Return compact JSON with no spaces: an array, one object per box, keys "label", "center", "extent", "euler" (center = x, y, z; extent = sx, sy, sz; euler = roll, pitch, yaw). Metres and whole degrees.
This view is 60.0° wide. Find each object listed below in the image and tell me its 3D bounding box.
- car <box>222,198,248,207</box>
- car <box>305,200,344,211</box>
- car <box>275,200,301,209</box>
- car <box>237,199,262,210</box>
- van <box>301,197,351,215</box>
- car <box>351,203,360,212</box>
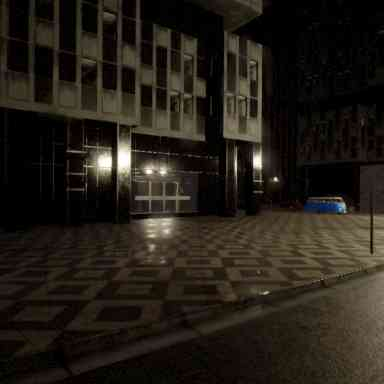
[{"label":"car","center":[7.391,1.839,57.594],"extent":[1.752,1.417,4.829],"euler":[0,0,-36]},{"label":"car","center":[17.339,1.749,43.665],"extent":[2.008,1.369,4.403],"euler":[0,0,-36]},{"label":"car","center":[14.056,1.818,48.262],"extent":[1.802,1.307,4.206],"euler":[0,0,-36]},{"label":"car","center":[7.124,1.706,43.301],"extent":[1.887,1.381,4.507],"euler":[0,0,-36]},{"label":"van","center":[13.690,1.425,34.108],"extent":[1.690,1.788,3.998],"euler":[0,0,-36]},{"label":"car","center":[20.622,1.725,39.068],"extent":[1.947,1.339,4.313],"euler":[0,0,-36]}]
